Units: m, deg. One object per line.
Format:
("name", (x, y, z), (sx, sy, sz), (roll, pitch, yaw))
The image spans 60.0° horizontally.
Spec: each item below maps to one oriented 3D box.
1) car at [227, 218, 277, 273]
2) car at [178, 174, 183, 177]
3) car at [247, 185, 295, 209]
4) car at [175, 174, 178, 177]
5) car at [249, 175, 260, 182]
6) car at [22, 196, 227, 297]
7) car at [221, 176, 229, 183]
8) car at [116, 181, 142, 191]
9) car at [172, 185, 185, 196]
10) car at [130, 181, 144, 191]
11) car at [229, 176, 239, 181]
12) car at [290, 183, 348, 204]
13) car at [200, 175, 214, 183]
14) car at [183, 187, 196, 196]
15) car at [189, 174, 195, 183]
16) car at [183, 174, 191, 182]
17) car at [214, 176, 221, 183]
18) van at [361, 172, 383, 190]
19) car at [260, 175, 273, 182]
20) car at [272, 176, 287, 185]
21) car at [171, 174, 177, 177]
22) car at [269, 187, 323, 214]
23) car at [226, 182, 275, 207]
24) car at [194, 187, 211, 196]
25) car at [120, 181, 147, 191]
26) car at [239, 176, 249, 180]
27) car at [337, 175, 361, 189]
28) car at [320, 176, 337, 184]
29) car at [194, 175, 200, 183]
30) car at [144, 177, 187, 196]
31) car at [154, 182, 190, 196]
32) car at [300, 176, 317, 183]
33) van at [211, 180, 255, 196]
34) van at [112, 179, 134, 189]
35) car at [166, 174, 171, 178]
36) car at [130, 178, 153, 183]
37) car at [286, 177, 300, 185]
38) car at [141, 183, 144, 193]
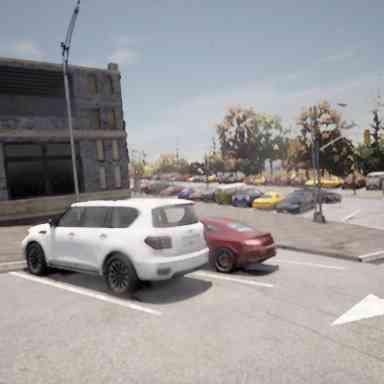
("car", (0.312, 1.493, 10.486), (4.674, 1.452, 2.002), (-1, 0, 35))
("car", (-0.110, -3.649, 85.462), (5.566, 2.045, 2.435), (-7, 6, -44))
("car", (7.516, 0.639, 30.419), (1.946, 1.575, 5.366), (0, 6, 40))
("car", (-1.354, -3.509, 88.148), (4.792, 1.488, 2.163), (-7, 6, -44))
("car", (12.809, -2.032, 58.893), (1.946, 1.575, 5.366), (1, 6, 43))
("car", (-2.195, 1.219, 8.775), (5.566, 2.045, 2.435), (-1, 0, 35))
("car", (8.681, -2.379, 66.661), (2.163, 1.488, 4.792), (2, 6, 44))
("car", (-13.247, -1.309, 70.552), (2.097, 1.535, 5.008), (0, 7, 45))
("car", (0.123, 0.088, 43.503), (2.002, 1.452, 4.674), (0, 7, 42))
("car", (-8.077, -0.747, 59.642), (2.097, 1.535, 5.008), (1, 7, 44))
("car", (10.005, -2.276, 64.032), (2.097, 1.535, 5.008), (1, 6, 44))
("car", (11.961, 0.282, 31.916), (1.837, 1.490, 4.892), (-6, 6, -29))
("car", (4.841, -2.824, 74.684), (5.008, 1.535, 2.097), (-7, 6, -45))
("car", (1.555, 0.214, 40.841), (2.002, 1.452, 4.674), (0, 7, 42))
("car", (2.343, -3.107, 80.059), (4.892, 1.521, 2.231), (-7, 6, -44))
("car", (0.985, -3.238, 82.625), (5.366, 1.575, 1.946), (-7, 6, -44))
("car", (7.422, -2.521, 69.374), (2.163, 1.488, 4.792), (1, 6, 44))
("van", (22.448, -1.353, 40.432), (1.878, 1.987, 4.442), (1, 6, 41))
("car", (14.017, -2.004, 56.099), (2.185, 1.767, 4.553), (1, 6, 43))
("car", (15.421, -1.714, 53.512), (2.002, 1.452, 4.674), (1, 6, 42))
("car", (-2.538, -3.660, 90.904), (4.792, 1.488, 2.163), (-7, 6, -44))
("car", (8.722, 0.833, 27.612), (2.163, 1.488, 4.792), (0, 7, 40))
("car", (5.879, 0.423, 32.871), (2.185, 1.767, 4.553), (0, 6, 41))
("car", (2.979, 0.301, 38.181), (2.231, 1.521, 4.892), (0, 6, 41))
("car", (-11.960, -1.167, 67.825), (2.231, 1.521, 4.892), (1, 7, 45))
("car", (11.359, -2.271, 61.401), (2.185, 1.767, 4.553), (2, 6, 43))
("car", (21.051, -1.381, 43.082), (2.185, 1.767, 4.553), (0, 6, 41))
("car", (19.766, -1.400, 45.841), (1.946, 1.575, 5.366), (1, 6, 41))
("car", (3.564, -3.088, 77.340), (4.553, 1.767, 2.185), (-7, 6, -44))
("car", (-4.057, -0.595, 51.536), (2.435, 2.045, 5.566), (0, 7, 43))
("car", (-2.669, -0.171, 48.850), (2.002, 1.452, 4.674), (1, 7, 43))
("car", (18.103, -1.489, 48.156), (1.946, 1.575, 5.366), (1, 6, 42))
("van", (4.496, 0.185, 35.609), (1.878, 1.987, 4.442), (0, 6, 41))
("van", (-15.676, -1.837, 76.095), (4.442, 1.987, 1.878), (-9, 7, -44))
("car", (-3.912, -3.817, 93.458), (5.366, 1.575, 1.946), (-7, 6, -44))
("car", (-10.677, -1.153, 65.088), (2.185, 1.767, 4.553), (1, 7, 44))
("car", (16.814, -1.588, 50.902), (2.002, 1.452, 4.674), (1, 6, 42))
("car", (-5.419, -0.474, 54.228), (2.097, 1.535, 5.008), (0, 7, 43))
